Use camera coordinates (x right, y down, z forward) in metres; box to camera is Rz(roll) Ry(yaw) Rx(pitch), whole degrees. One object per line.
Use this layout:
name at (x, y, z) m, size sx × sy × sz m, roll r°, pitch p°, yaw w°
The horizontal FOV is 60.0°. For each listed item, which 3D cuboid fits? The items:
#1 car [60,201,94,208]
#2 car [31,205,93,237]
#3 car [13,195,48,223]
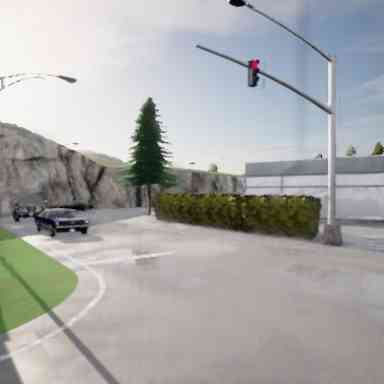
car at (-13.123, 1.616, 36.504) m, size 1.895 × 1.301 × 4.718 m, roll 0°, pitch 0°, yaw 27°
car at (-7.244, 1.607, 18.379) m, size 1.895 × 1.301 × 4.718 m, roll 0°, pitch 0°, yaw -36°
car at (-12.878, 1.227, 26.456) m, size 2.150 × 2.045 × 5.566 m, roll 0°, pitch 0°, yaw -28°
